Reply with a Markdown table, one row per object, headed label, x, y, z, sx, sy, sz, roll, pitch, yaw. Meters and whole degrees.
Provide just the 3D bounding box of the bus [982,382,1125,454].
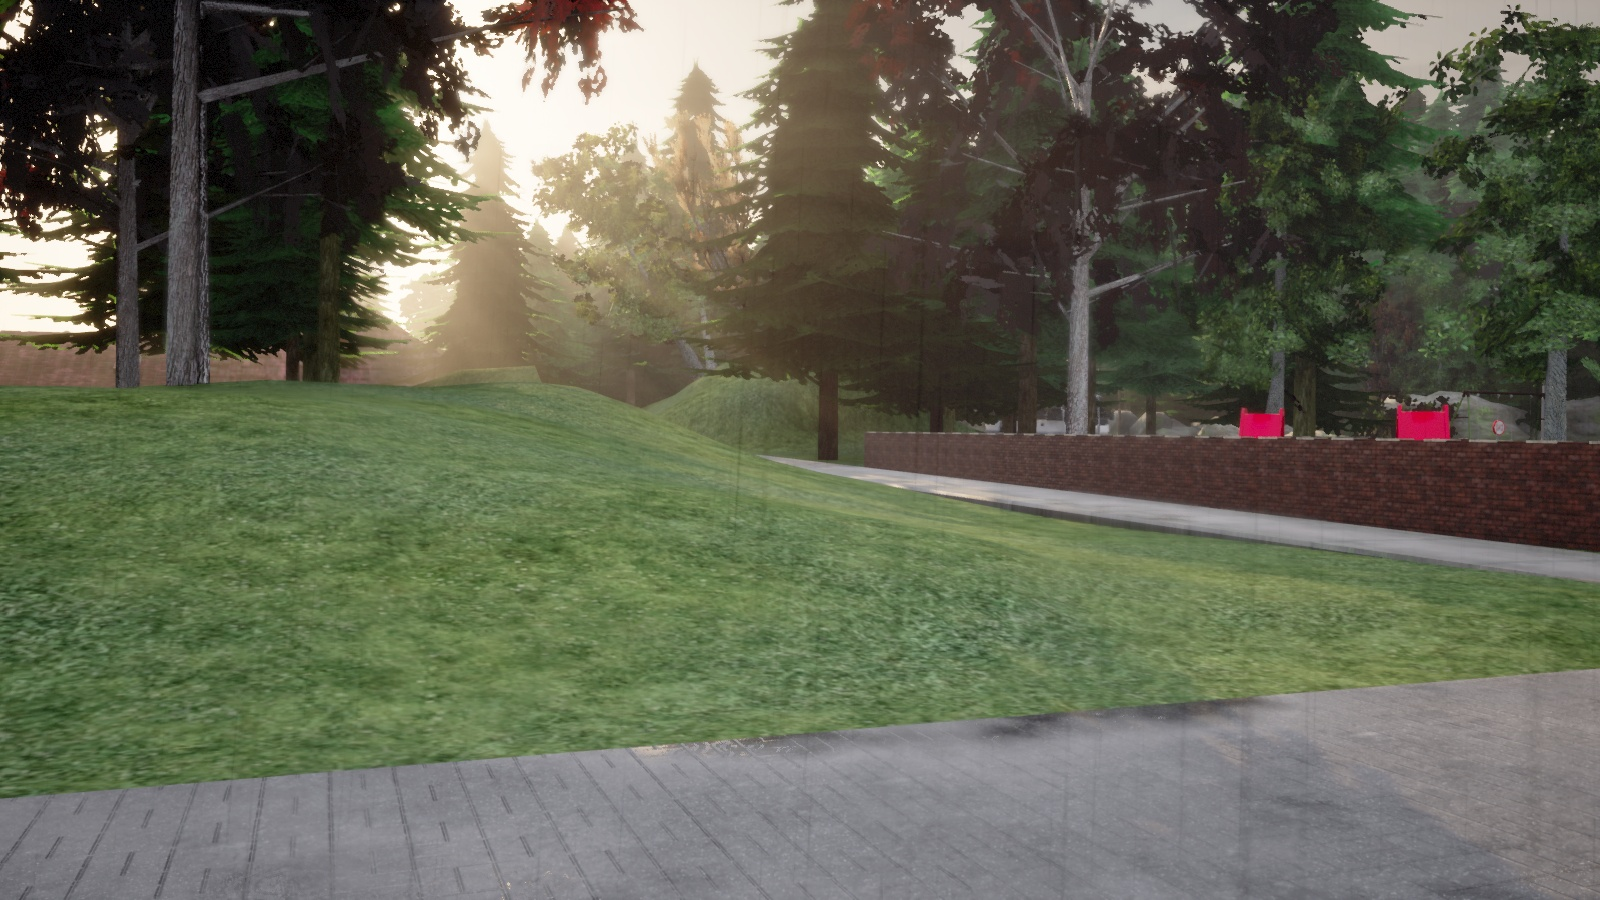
| label | x | y | z | sx | sy | sz | roll | pitch | yaw |
| --- | --- | --- | --- | --- | --- | --- | --- | --- | --- |
| bus | 15.807 | -2.043 | 79.466 | 3.944 | 4.253 | 10.273 | -1 | 2 | -21 |
